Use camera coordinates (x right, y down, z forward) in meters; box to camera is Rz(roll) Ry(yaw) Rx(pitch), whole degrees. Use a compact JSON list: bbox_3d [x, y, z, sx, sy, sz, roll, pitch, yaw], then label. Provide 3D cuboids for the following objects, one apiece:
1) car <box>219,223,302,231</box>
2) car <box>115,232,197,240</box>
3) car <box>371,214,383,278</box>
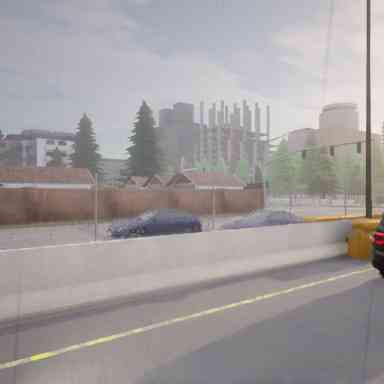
[{"bbox_3d":[3.285,1.526,14.906,4.674,1.442,1.812,0,0,-35],"label":"car"},{"bbox_3d":[-1.657,1.526,15.677,4.674,1.442,1.812,0,0,-36],"label":"car"},{"bbox_3d":[6.870,1.224,8.628,5.566,2.045,2.150,0,0,-35],"label":"car"}]
